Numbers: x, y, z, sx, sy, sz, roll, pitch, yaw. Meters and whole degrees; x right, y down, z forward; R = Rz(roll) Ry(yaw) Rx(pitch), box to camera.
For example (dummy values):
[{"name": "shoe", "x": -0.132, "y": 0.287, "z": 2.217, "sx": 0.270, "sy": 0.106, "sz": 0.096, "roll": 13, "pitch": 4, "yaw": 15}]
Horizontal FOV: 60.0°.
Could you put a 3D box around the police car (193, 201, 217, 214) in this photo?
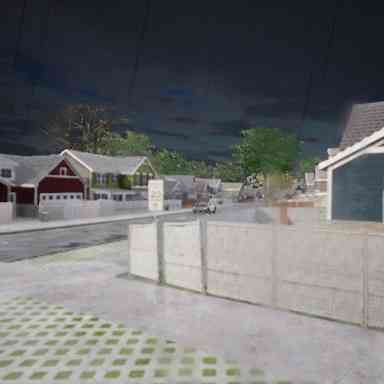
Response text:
[{"name": "police car", "x": 1.581, "y": 1.913, "z": 41.654, "sx": 2.038, "sy": 1.542, "sz": 4.974, "roll": 1, "pitch": 0, "yaw": 19}]
